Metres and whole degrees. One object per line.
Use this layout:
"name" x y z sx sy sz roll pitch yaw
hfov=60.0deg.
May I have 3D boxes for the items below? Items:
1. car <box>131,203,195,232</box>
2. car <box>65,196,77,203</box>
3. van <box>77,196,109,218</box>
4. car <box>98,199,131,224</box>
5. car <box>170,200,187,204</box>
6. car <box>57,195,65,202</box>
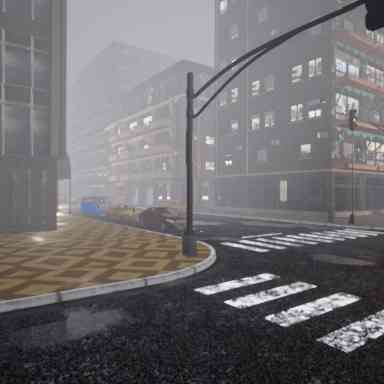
"car" -1.750 1.525 19.779 1.802 1.307 4.206 0 0 -36
"car" -21.454 1.446 61.616 1.752 1.417 4.829 0 0 -36
"van" -8.352 1.265 28.983 1.690 1.788 3.998 0 0 -36
"car" -4.952 1.458 24.242 1.752 1.417 4.829 0 0 -36
"car" -1.644 1.487 34.006 1.752 1.417 4.829 0 0 -36
"car" -27.958 1.359 70.681 1.967 1.590 4.097 0 0 -36
